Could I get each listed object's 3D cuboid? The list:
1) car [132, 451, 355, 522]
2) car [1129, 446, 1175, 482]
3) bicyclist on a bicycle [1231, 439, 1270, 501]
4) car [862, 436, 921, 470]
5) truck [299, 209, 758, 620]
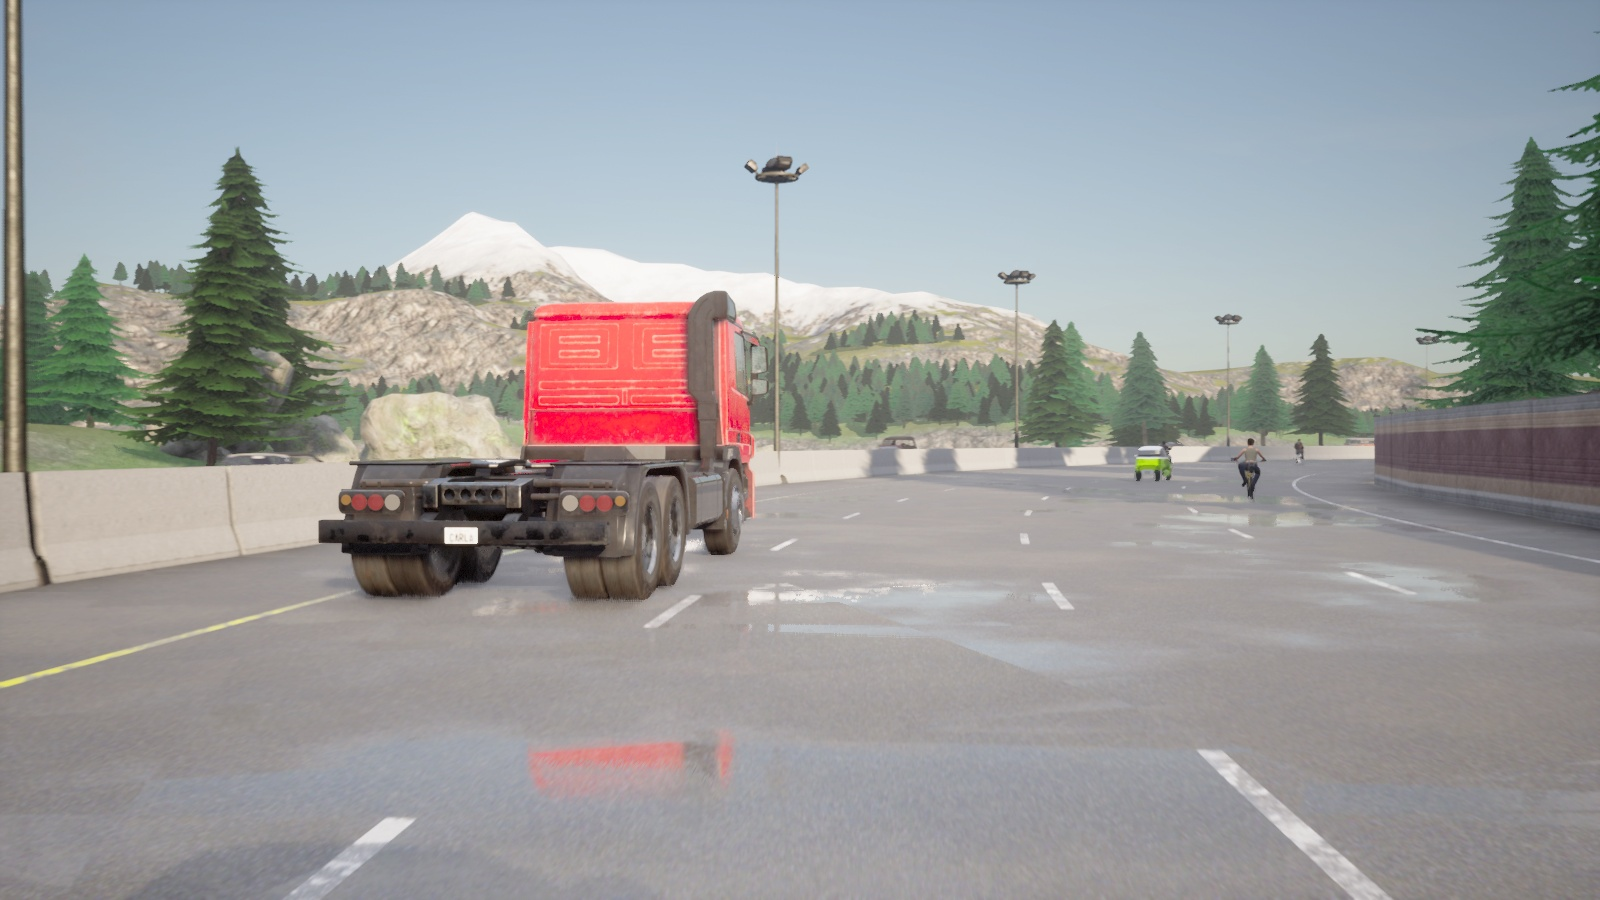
[{"bbox_3d":[-11.363,0.687,26.083,1.895,1.301,4.718,0,0,11],"label":"car"},{"bbox_3d":[13.884,0.537,49.544,1.481,1.376,2.207,0,1,23],"label":"car"},{"bbox_3d":[12.033,0.507,33.602,0.866,1.612,1.509,0,0,16],"label":"bicyclist on a bicycle"},{"bbox_3d":[5.242,0.143,71.779,1.905,1.878,3.866,0,0,29],"label":"car"},{"bbox_3d":[-2.479,-0.321,14.680,2.891,3.462,7.936,0,0,6],"label":"truck"}]
